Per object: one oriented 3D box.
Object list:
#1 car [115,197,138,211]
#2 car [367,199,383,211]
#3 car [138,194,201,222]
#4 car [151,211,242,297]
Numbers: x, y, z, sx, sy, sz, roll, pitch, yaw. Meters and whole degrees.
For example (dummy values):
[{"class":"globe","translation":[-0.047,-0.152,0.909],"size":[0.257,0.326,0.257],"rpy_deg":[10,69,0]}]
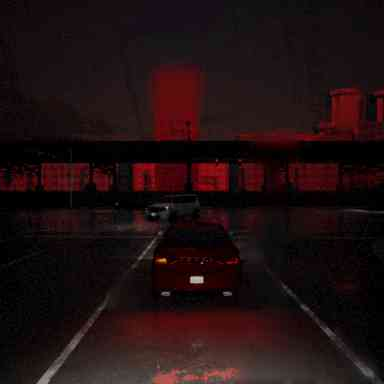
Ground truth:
[{"class":"car","translation":[-6.760,1.352,39.221],"size":[4.553,1.767,2.097],"rpy_deg":[0,0,2]},{"class":"car","translation":[22.727,1.403,38.427],"size":[4.674,1.442,1.812],"rpy_deg":[-1,0,1]},{"class":"car","translation":[-1.350,1.207,25.459],"size":[2.150,2.045,5.566],"rpy_deg":[-1,0,29]},{"class":"car","translation":[0.095,1.478,8.637],"size":[1.882,1.535,5.008],"rpy_deg":[0,0,0]}]
